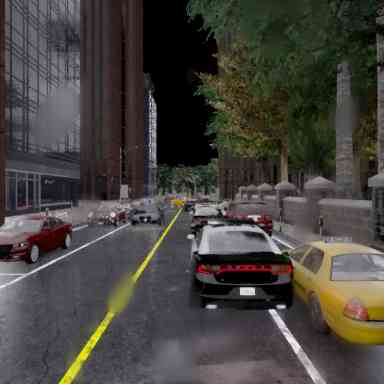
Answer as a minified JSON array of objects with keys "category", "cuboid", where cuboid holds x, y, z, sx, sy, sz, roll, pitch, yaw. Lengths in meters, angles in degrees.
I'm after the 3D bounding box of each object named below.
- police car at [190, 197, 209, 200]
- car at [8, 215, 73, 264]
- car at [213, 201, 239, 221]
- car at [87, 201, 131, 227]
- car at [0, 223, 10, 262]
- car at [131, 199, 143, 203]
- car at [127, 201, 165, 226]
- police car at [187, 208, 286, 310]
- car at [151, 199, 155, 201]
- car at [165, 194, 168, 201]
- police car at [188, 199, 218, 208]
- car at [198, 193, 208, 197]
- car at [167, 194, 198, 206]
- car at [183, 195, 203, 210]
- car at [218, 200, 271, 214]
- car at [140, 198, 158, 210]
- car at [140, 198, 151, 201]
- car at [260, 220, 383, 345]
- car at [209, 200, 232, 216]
[{"category":"police car","cuboid":[0.946,1.432,24.045,1.930,1.638,5.238,0,0,0]},{"category":"car","cuboid":[-5.740,1.547,11.853,1.887,1.381,4.507,0,0,0]},{"category":"car","cuboid":[2.816,1.534,28.380,1.752,1.417,4.829,0,0,0]},{"category":"car","cuboid":[-5.719,1.446,22.767,1.967,1.590,4.097,0,0,0]},{"category":"car","cuboid":[-5.750,1.545,6.395,1.887,1.381,4.507,0,0,0]},{"category":"car","cuboid":[-5.709,1.559,28.224,2.008,1.369,4.403,0,0,0]},{"category":"car","cuboid":[-2.956,1.570,23.078,1.994,1.385,4.181,0,0,0]},{"category":"police car","cuboid":[0.916,1.427,8.045,1.930,1.638,5.238,0,0,0]},{"category":"car","cuboid":[-5.689,1.454,39.138,1.967,1.590,4.097,0,0,0]},{"category":"car","cuboid":[-5.608,1.359,82.003,2.192,1.841,5.009,0,0,0]},{"category":"police car","cuboid":[0.916,1.430,18.045,1.930,1.638,5.238,0,0,0]},{"category":"car","cuboid":[2.907,1.480,76.549,1.967,1.590,4.097,0,0,0]},{"category":"car","cuboid":[-1.480,1.498,53.890,1.882,1.535,5.008,1,0,-38]},{"category":"car","cuboid":[0.081,1.520,42.789,1.837,1.490,4.892,0,0,0]},{"category":"car","cuboid":[2.796,1.319,17.297,2.192,1.841,5.009,0,0,0]},{"category":"car","cuboid":[-5.679,1.542,44.425,1.752,1.417,4.829,0,0,0]},{"category":"car","cuboid":[-5.699,1.555,33.681,1.887,1.381,4.507,0,0,0]},{"category":"car","cuboid":[2.775,1.526,6.554,1.752,1.417,4.829,0,0,0]},{"category":"car","cuboid":[2.826,1.577,33.667,1.947,1.339,4.313,0,0,0]}]
